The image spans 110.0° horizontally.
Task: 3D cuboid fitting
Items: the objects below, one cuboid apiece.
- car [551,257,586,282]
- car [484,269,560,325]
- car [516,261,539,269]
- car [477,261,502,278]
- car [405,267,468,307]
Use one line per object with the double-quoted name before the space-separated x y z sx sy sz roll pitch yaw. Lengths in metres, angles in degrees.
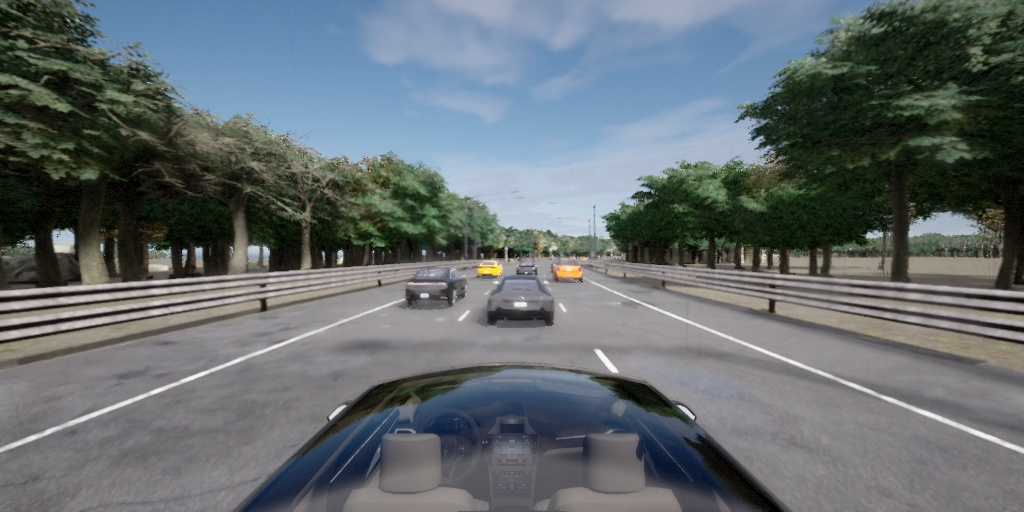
"car" 4.427 1.048 28.898 2.097 1.767 4.553 0 0 4
"car" 0.291 1.311 11.886 1.994 1.385 4.181 0 0 1
"car" 1.406 1.230 32.800 2.128 1.511 4.902 0 0 4
"car" -2.023 1.212 33.830 1.882 1.535 5.008 0 0 5
"car" -3.098 1.234 15.488 2.128 1.511 4.902 0 0 2
